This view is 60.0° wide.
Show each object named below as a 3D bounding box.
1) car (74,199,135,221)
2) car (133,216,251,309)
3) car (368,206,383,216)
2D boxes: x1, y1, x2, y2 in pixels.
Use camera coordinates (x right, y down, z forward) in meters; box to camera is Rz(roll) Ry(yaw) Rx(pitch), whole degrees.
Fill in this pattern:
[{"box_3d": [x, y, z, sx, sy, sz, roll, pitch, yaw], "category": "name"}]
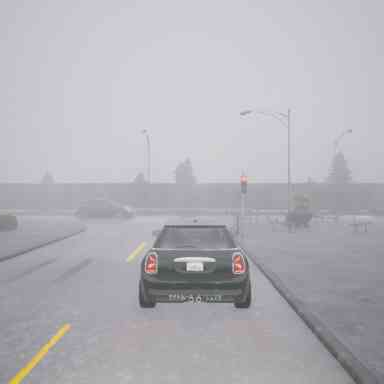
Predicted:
[{"box_3d": [-6.845, 1.351, 26.485, 4.553, 1.767, 2.097, 0, 0, 0], "category": "car"}, {"box_3d": [0.075, 1.352, 8.061, 2.097, 1.767, 4.553, 0, 0, 1], "category": "car"}, {"box_3d": [19.316, 1.547, 30.640, 5.357, 1.411, 2.033, 0, 0, 0], "category": "car"}]
